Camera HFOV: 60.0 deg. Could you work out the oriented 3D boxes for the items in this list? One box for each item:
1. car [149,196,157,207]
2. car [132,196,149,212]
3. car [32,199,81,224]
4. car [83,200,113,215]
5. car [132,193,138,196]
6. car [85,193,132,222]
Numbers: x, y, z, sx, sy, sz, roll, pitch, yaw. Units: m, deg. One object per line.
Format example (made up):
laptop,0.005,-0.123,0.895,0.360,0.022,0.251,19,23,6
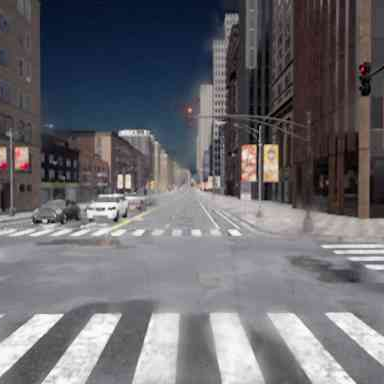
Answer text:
car,-6.569,1.478,51.602,1.837,1.490,4.892,0,2,0
car,-6.584,1.512,38.891,1.812,1.442,4.674,0,0,0
car,-9.842,1.343,24.497,2.097,1.767,4.553,0,0,0
car,-9.835,1.552,35.177,1.994,1.385,4.181,0,0,0
car,-9.809,1.202,52.734,2.150,2.045,5.566,0,0,0
car,-6.582,1.213,26.547,2.150,2.045,5.566,0,0,0
